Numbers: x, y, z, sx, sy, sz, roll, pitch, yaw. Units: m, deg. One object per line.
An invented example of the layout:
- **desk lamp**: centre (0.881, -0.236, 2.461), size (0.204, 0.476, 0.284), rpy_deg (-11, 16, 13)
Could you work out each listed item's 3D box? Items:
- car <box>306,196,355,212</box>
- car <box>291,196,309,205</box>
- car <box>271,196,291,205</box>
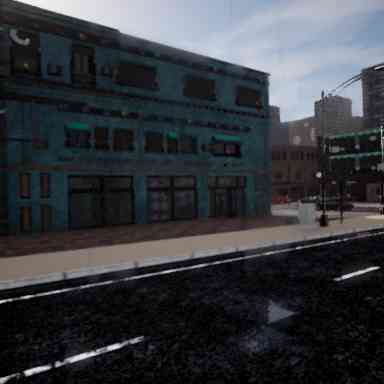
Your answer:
- **car**: centre (14.686, 1.364, 34.789), size (1.947, 1.339, 4.313), rpy_deg (-2, 1, -36)
- **car**: centre (16.706, 1.242, 46.528), size (2.008, 1.369, 4.403), rpy_deg (-3, 1, -36)
- **car**: centre (13.472, 1.338, 51.020), size (1.802, 1.307, 4.206), rpy_deg (-3, 1, -36)
